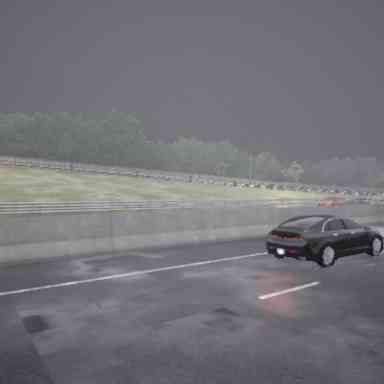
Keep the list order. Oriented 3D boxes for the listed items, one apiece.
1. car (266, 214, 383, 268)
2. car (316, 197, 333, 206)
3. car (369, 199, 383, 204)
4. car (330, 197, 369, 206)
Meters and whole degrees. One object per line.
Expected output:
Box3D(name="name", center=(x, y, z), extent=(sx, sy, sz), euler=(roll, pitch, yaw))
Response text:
Box3D(name="car", center=(4.642, 1.512, 11.368), extent=(4.892, 1.490, 1.837), euler=(-1, 0, -35))
Box3D(name="car", center=(17.773, 1.374, 42.295), extent=(4.553, 1.767, 2.097), euler=(0, 0, -35))
Box3D(name="car", center=(22.026, 1.373, 36.730), extent=(4.553, 1.767, 2.097), euler=(0, 0, -35))
Box3D(name="car", center=(18.868, 1.568, 38.792), extent=(5.357, 1.411, 2.033), euler=(0, 0, -35))
